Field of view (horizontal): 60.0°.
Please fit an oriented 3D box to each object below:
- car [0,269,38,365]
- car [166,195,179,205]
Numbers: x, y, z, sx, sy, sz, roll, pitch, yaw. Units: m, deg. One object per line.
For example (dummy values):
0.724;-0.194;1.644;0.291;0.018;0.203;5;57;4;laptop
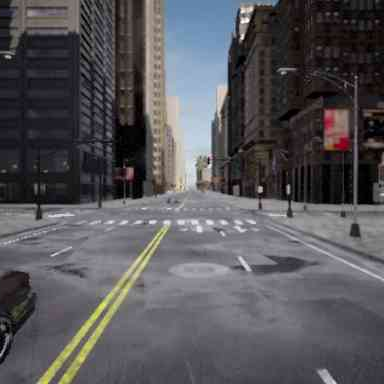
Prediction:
-3.349;1.542;2.927;2.033;1.411;5.357;0;0;0;car
-3.247;1.359;56.375;2.128;1.511;4.902;0;1;0;car
